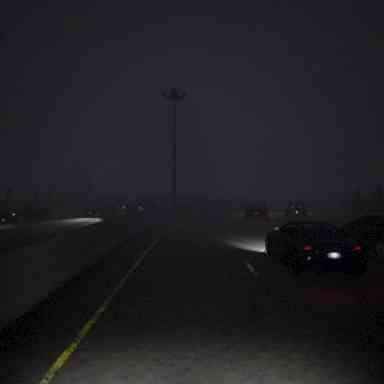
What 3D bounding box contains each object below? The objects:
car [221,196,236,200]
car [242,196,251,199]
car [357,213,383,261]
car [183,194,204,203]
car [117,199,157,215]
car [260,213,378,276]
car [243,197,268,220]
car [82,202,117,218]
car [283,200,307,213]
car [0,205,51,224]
[{"bbox_3d":[7.546,1.623,68.989,1.812,1.442,4.674,0,0,34],"label":"car"},{"bbox_3d":[11.361,1.617,68.313,1.812,1.442,4.674,0,0,34],"label":"car"},{"bbox_3d":[7.195,1.526,12.377,1.837,1.490,4.892,0,0,2],"label":"car"},{"bbox_3d":[0.381,1.359,64.223,2.150,2.045,5.566,-1,0,30],"label":"car"},{"bbox_3d":[-4.847,1.410,31.024,2.097,1.767,4.553,0,0,12],"label":"car"},{"bbox_3d":[3.644,1.584,10.453,1.994,1.385,4.181,0,0,1],"label":"car"},{"bbox_3d":[5.534,1.510,28.636,1.882,1.535,5.008,0,0,11],"label":"car"},{"bbox_3d":[-8.449,1.628,30.807,1.994,1.385,4.181,0,0,11],"label":"car"},{"bbox_3d":[9.831,1.529,31.759,1.837,1.490,4.892,-1,0,14],"label":"car"},{"bbox_3d":[-12.923,1.659,25.555,1.895,1.301,4.718,0,0,8],"label":"car"}]
